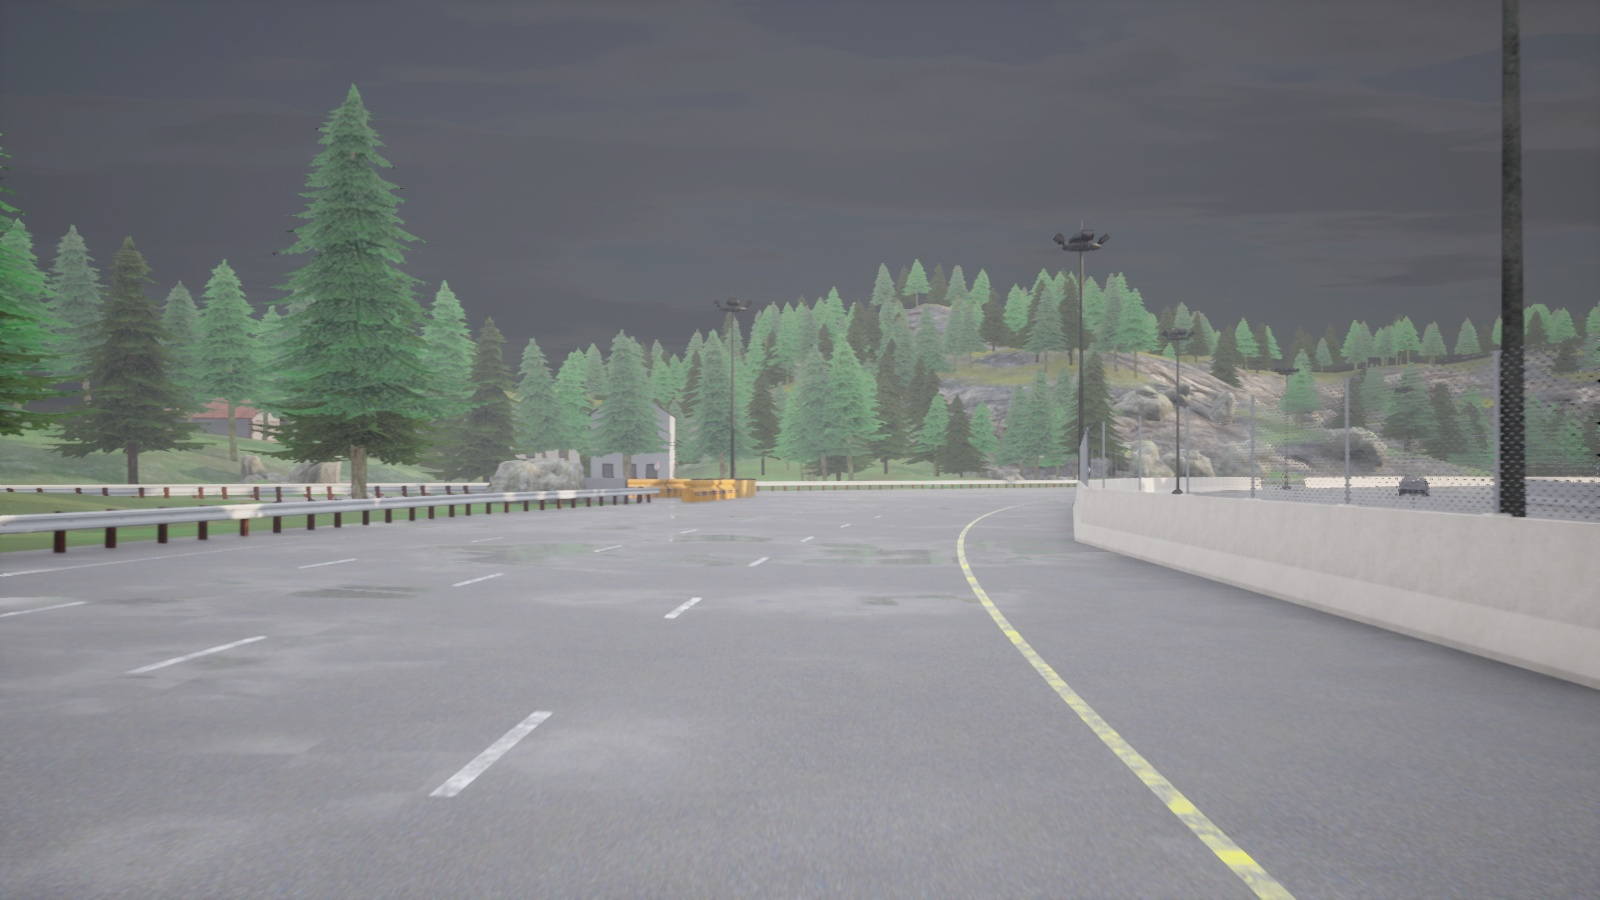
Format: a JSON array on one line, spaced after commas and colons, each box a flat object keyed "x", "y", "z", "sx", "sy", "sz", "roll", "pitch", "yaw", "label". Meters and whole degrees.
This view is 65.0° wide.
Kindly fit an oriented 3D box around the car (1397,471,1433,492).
[{"x": 42.457, "y": 2.155, "z": 86.624, "sx": 2.033, "sy": 1.411, "sz": 5.357, "roll": -1, "pitch": -1, "yaw": 28, "label": "car"}]
